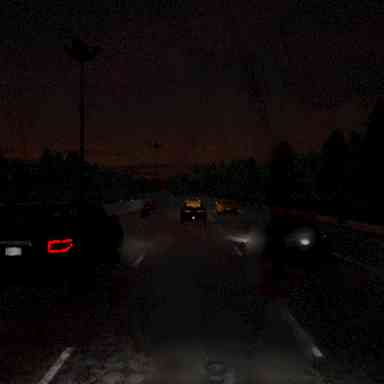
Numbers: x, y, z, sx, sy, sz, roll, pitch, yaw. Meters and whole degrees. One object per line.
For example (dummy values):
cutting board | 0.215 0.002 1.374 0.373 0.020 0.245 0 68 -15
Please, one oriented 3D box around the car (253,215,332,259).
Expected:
car | 3.605 1.574 12.602 1.994 1.385 4.181 0 0 0

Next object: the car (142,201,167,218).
car | -3.390 1.518 30.363 2.128 1.511 4.902 0 0 0

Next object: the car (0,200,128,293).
car | -3.397 1.230 9.029 2.150 2.045 5.566 0 0 0

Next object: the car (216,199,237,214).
car | 3.610 1.508 35.461 1.882 1.535 5.008 0 0 0

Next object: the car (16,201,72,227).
car | -10.592 1.500 24.291 1.882 1.535 5.008 0 0 0

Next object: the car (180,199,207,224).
car | 0.107 1.514 24.646 2.128 1.511 4.902 0 0 0
